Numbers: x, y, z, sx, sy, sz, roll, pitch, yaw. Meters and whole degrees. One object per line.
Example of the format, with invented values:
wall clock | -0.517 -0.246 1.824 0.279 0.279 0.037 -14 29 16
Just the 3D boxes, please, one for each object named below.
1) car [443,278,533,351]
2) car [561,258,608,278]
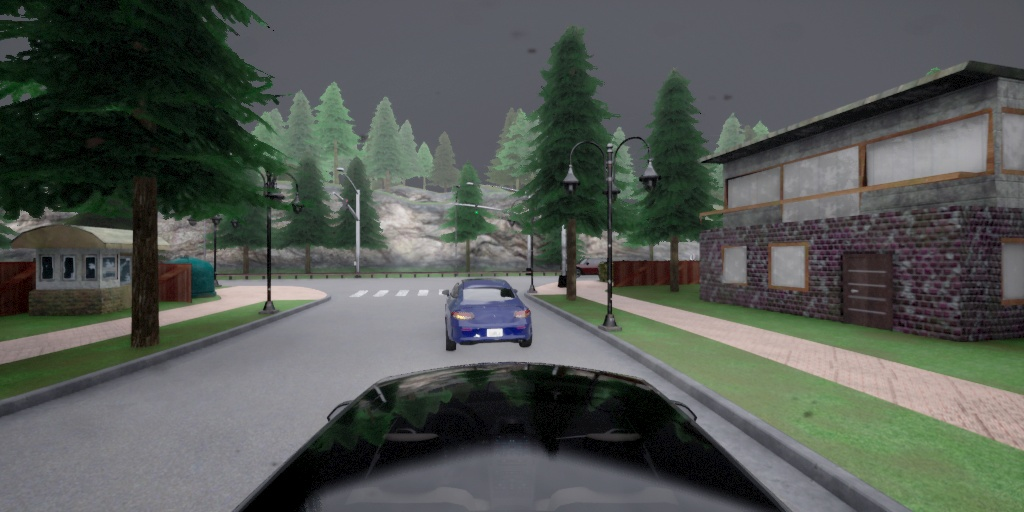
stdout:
car | -0.744 1.275 8.991 1.812 1.442 4.674 0 0 -11
car | 6.649 0.944 31.464 4.553 1.767 2.097 0 0 -12
